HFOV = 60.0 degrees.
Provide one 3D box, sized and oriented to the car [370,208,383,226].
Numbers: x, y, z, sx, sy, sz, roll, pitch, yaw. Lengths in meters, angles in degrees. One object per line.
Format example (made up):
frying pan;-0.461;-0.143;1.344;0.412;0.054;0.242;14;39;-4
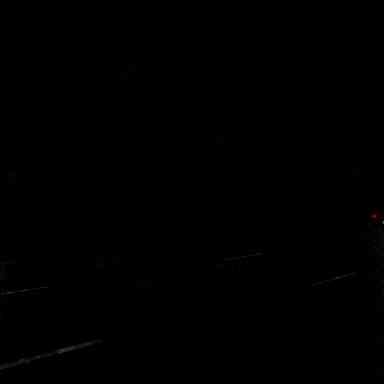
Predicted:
car;13.929;1.600;22.155;4.718;1.301;1.895;0;0;-35
